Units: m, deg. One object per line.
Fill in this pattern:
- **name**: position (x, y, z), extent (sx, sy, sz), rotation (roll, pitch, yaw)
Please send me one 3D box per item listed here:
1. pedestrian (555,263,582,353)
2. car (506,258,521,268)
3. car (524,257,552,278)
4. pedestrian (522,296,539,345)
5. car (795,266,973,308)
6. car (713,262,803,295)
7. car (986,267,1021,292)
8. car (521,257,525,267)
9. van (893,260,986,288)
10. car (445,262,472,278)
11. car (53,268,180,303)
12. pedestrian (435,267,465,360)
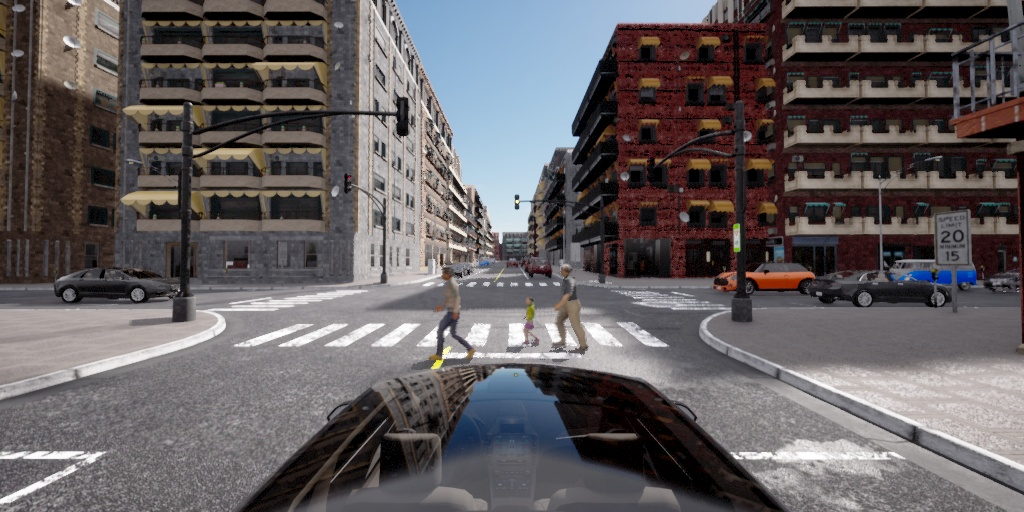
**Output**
- **pedestrian**: position (1.162, 1.044, 7.432), extent (0.375, 1.860, 0.375), rotation (1, -1, 0)
- **car**: position (0.070, 1.173, 63.365), extent (2.097, 1.767, 4.553), rotation (0, 0, 0)
- **car**: position (2.603, 1.076, 33.806), extent (2.192, 1.841, 5.009), rotation (0, 0, 0)
- **pedestrian**: position (0.460, 1.422, 8.024), extent (0.500, 1.100, 0.500), rotation (1, -1, 0)
- **car**: position (13.758, 1.185, 13.501), extent (4.403, 1.370, 2.007), rotation (0, 0, 0)
- **car**: position (13.224, 1.102, 18.964), extent (4.553, 1.767, 2.097), rotation (0, -1, 1)
- **car**: position (28.025, 1.207, 18.878), extent (4.902, 1.511, 2.128), rotation (0, -1, 0)
- **car**: position (2.615, 1.085, 44.930), extent (2.192, 1.841, 5.009), rotation (0, 0, 0)
- **van**: position (24.925, 1.114, 21.340), extent (3.998, 1.789, 1.690), rotation (0, 0, 0)
- **car**: position (-5.278, 1.327, 33.770), extent (1.948, 1.339, 4.313), rotation (0, 0, 0)
- **car**: position (-17.343, 1.280, 16.087), extent (4.892, 1.490, 1.837), rotation (0, -1, -1)
- **pedestrian**: position (-1.175, 1.046, 6.836), extent (0.375, 1.860, 0.375), rotation (1, -1, 0)
